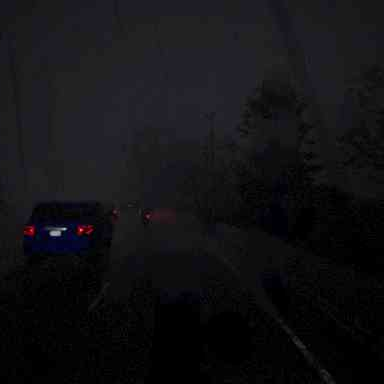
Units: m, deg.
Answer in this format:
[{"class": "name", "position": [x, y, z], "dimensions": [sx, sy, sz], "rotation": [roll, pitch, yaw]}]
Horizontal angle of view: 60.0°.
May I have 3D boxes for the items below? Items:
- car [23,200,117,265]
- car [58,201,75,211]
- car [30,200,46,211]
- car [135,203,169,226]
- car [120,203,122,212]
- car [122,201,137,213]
[{"class": "car", "position": [-4.290, 1.319, 12.366], "dimensions": [2.150, 2.045, 5.566], "rotation": [0, 0, -7]}, {"class": "car", "position": [-17.650, 1.948, 46.545], "dimensions": [1.895, 1.301, 4.718], "rotation": [0, 0, -25]}, {"class": "car", "position": [-21.345, 1.848, 46.125], "dimensions": [1.837, 1.490, 4.892], "rotation": [0, -1, -25]}, {"class": "car", "position": [-2.921, 1.736, 25.218], "dimensions": [2.033, 1.411, 5.357], "rotation": [0, 0, -13]}, {"class": "car", "position": [-7.916, 1.780, 30.783], "dimensions": [2.033, 1.411, 5.357], "rotation": [0, 0, -16]}, {"class": "car", "position": [-7.750, 1.802, 41.255], "dimensions": [2.128, 1.511, 4.902], "rotation": [0, 0, -20]}]
